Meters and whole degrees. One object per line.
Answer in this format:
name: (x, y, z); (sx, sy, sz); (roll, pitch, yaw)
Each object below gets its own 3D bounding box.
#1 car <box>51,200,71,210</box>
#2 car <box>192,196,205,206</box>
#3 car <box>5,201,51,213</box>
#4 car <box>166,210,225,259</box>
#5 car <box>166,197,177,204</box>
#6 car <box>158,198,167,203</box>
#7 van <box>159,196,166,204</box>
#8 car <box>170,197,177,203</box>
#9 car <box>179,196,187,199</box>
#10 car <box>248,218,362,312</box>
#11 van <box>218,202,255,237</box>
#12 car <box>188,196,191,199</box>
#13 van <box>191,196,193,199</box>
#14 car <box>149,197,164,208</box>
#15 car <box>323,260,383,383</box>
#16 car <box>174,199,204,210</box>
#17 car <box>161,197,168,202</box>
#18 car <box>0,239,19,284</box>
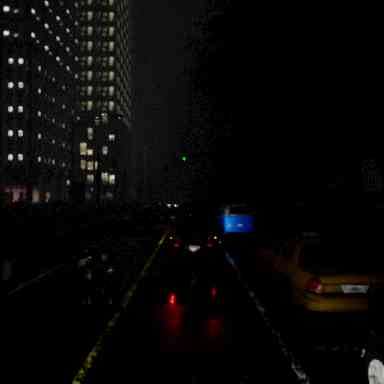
car: (-18.535, 1.705, 45.096); (4.206, 1.307, 1.802); (1, -1, 3)
car: (1.451, 1.961, 62.597); (1.752, 1.417, 4.829); (0, 0, -2)
car: (-18.498, 1.669, 36.983); (4.206, 1.307, 1.802); (1, -1, 3)
car: (0.025, 1.620, 12.818); (1.812, 1.442, 4.674); (0, 0, 0)
car: (-4.335, 2.018, 75.136); (1.837, 1.490, 4.892); (0, 0, -2)
car: (-7.437, 2.120, 84.153); (1.887, 1.381, 4.507); (0, 0, -3)
van: (-7.194, 1.881, 78.613); (1.690, 1.788, 3.998); (0, 0, -2)
car: (-5.033, 2.153, 90.726); (1.994, 1.385, 4.181); (0, 0, -3)
car: (-2.117, 2.181, 87.325); (1.895, 1.301, 4.718); (0, 0, -3)
car: (2.682, 1.583, 7.812); (1.752, 1.417, 4.829); (0, 0, 0)
van: (2.443, 1.478, 18.890); (1.690, 1.788, 3.998); (0, 0, -1)
car: (0.569, 2.103, 84.757); (1.752, 1.417, 4.829); (0, 0, -3)
van: (1.260, 1.811, 67.969); (1.690, 1.788, 3.998); (0, 0, -2)
car: (-6.233, 1.947, 56.448); (2.008, 1.369, 4.403); (0, 0, -2)
car: (2.703, 1.566, 2.017); (2.008, 1.369, 4.403); (0, 0, 0)
car: (-0.360, 1.691, 29.734); (1.882, 1.535, 5.008); (0, 0, -4)
car: (-7.972, 2.188, 95.236); (1.887, 1.381, 4.507); (0, 0, -3)
car: (-5.485, 1.598, 7.094); (1.887, 1.381, 4.507); (0, 0, 0)
